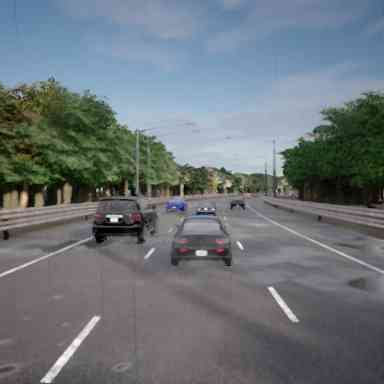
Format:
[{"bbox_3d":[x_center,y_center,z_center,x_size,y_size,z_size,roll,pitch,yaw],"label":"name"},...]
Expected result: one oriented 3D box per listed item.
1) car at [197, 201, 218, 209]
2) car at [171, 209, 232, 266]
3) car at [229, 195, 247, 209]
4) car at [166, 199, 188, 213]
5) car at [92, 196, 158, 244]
[{"bbox_3d":[1.396,1.545,31.185,2.033,1.411,5.357,0,0,5],"label":"car"},{"bbox_3d":[0.338,1.526,11.496,1.812,1.442,4.674,0,0,2],"label":"car"},{"bbox_3d":[6.176,1.479,45.238,1.837,1.490,4.892,0,0,7],"label":"car"},{"bbox_3d":[-1.608,1.471,36.857,1.882,1.535,5.008,0,0,5],"label":"car"},{"bbox_3d":[-3.023,1.218,16.048,2.150,2.045,5.566,0,0,2],"label":"car"}]
